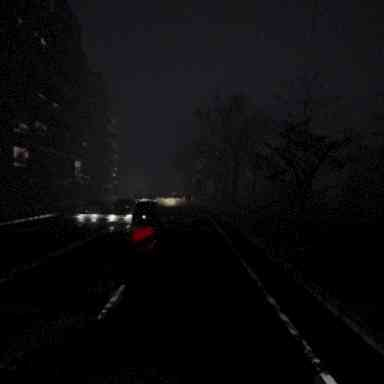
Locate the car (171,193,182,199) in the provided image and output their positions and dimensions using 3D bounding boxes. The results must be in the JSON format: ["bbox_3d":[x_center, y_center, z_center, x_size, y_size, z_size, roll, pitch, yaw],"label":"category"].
[{"bbox_3d":[-3.587,1.039,85.520,2.128,1.511,4.902,0,0,-6],"label":"car"}]

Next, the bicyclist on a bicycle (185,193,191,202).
[{"bbox_3d":[-0.509,1.124,58.862,0.659,1.776,1.843,0,0,-4],"label":"bicyclist on a bicycle"}]

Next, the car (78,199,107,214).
[{"bbox_3d":[-10.142,1.411,34.372,2.033,1.411,5.357,0,0,-2],"label":"car"}]

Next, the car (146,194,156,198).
[{"bbox_3d":[-9.076,1.117,74.231,1.882,1.535,5.008,0,0,-5],"label":"car"}]

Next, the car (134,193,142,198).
[{"bbox_3d":[-12.435,0.983,75.349,2.097,1.767,4.553,0,0,-5],"label":"car"}]

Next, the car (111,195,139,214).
[{"bbox_3d":[-6.880,1.342,33.753,1.882,1.535,5.008,0,0,-2],"label":"car"}]

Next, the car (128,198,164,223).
[{"bbox_3d":[-3.240,1.406,24.590,1.837,1.490,4.892,0,0,-1],"label":"car"}]
